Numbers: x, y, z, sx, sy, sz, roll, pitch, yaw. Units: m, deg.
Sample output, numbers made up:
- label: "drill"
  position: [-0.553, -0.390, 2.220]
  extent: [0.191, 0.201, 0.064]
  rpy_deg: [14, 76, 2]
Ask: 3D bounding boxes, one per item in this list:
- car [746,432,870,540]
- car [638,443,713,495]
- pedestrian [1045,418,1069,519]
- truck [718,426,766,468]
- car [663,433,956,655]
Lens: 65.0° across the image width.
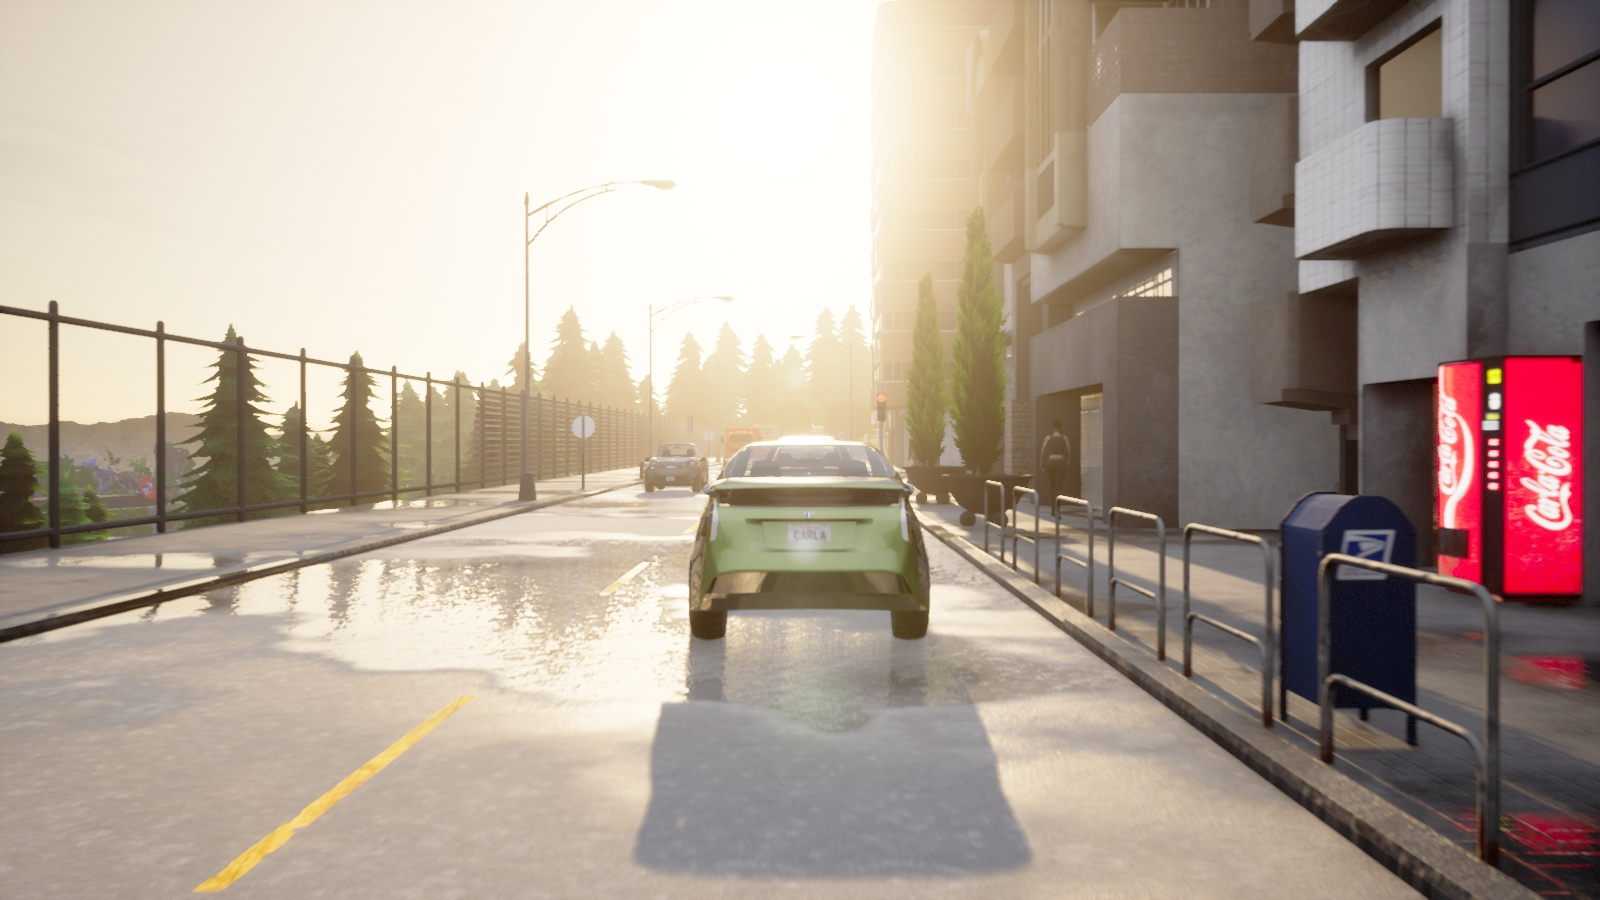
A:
- label: "car"
  position: [0.132, 0.528, 20.786]
  extent: [1.851, 1.617, 3.988]
  rpy_deg: [0, 0, 0]
- label: "car"
  position: [-3.759, 0.541, 38.425]
  extent: [1.845, 1.501, 3.633]
  rpy_deg: [0, 0, 1]
- label: "pedestrian"
  position: [4.749, 0.328, 23.186]
  extent: [0.345, 1.836, 0.594]
  rpy_deg: [0, 0, 22]
- label: "truck"
  position: [-3.529, -0.172, 77.615]
  extent: [2.627, 2.467, 5.204]
  rpy_deg: [0, 0, 1]
- label: "car"
  position: [0.076, 0.632, 10.883]
  extent: [2.007, 1.525, 4.514]
  rpy_deg: [0, 0, 0]
